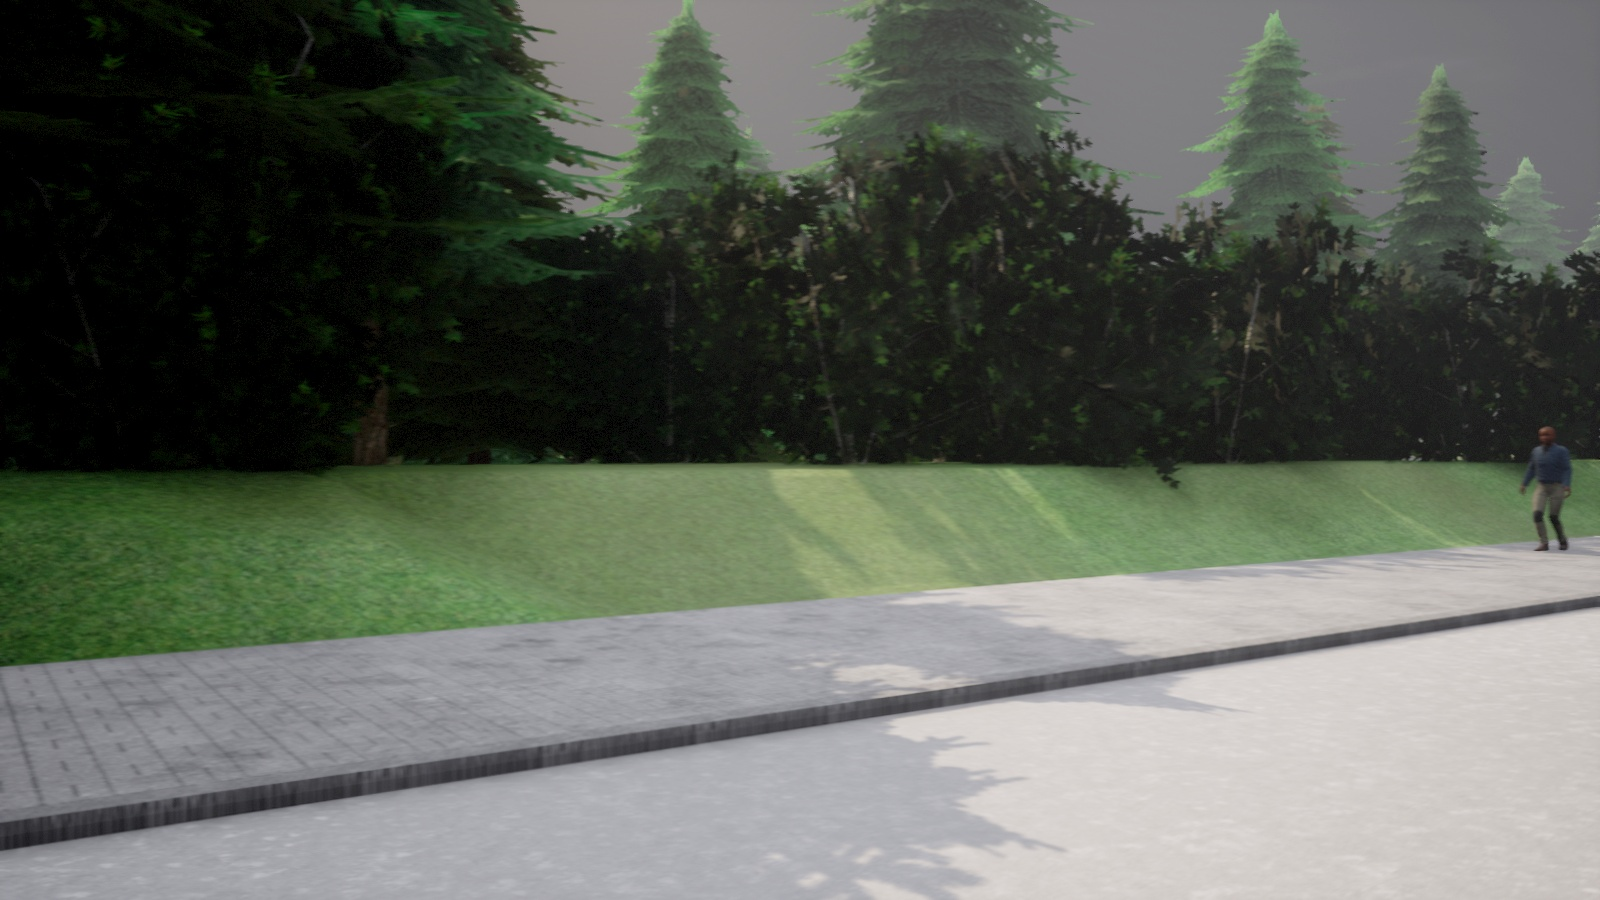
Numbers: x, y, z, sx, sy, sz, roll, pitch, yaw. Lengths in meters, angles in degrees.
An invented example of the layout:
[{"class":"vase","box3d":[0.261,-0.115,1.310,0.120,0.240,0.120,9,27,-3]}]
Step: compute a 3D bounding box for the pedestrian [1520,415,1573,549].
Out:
[{"class":"pedestrian","box3d":[10.434,0.442,17.549,0.726,1.835,0.370,0,0,-36]}]
